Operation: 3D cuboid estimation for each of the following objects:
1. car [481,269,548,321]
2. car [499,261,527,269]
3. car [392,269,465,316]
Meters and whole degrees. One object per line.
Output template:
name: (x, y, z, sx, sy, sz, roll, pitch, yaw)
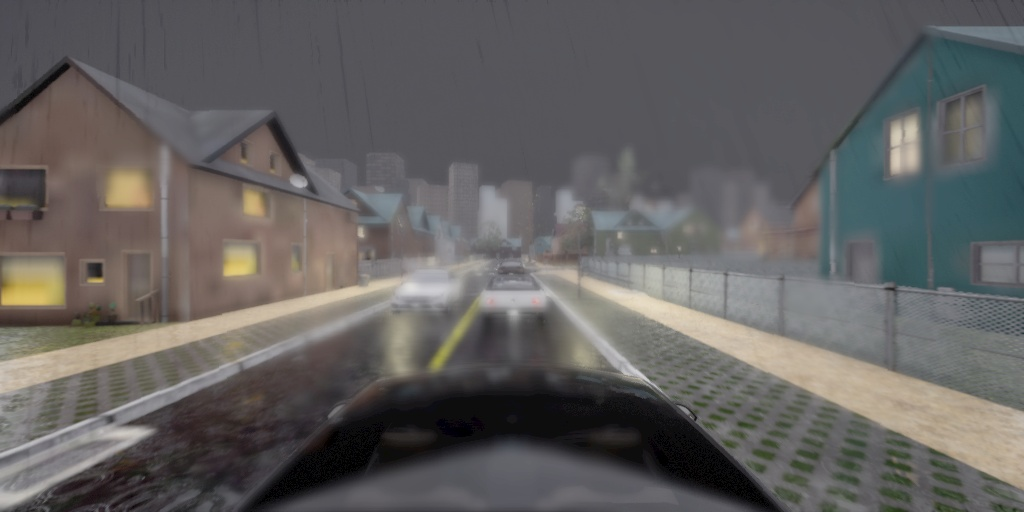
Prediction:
car: (0.088, 1.296, 12.141, 1.895, 1.301, 4.718, 0, 0, 0)
car: (0.082, 1.103, 25.651, 1.882, 1.535, 5.008, 0, 0, 0)
car: (-2.843, 1.216, 13.121, 1.812, 1.442, 4.674, 0, 0, 0)
